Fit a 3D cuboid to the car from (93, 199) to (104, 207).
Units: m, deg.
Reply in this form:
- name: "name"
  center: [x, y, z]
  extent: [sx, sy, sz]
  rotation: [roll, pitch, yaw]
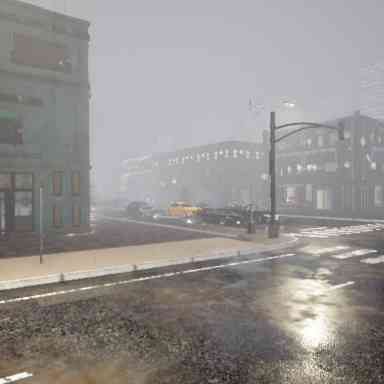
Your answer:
- name: "car"
  center: [-19.488, 2.190, 66.864]
  extent: [2.128, 1.511, 4.902]
  rotation: [-1, 0, -35]

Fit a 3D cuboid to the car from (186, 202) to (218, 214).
- name: "car"
  center: [1.150, 1.903, 41.494]
  extent: [1.802, 1.307, 4.206]
  rotation: [-1, 0, -35]

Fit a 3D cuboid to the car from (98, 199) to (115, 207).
- name: "car"
  center: [-17.703, 2.228, 68.835]
  extent: [1.887, 1.381, 4.507]
  rotation: [-1, 0, -35]

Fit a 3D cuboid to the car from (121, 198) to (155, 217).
- name: "car"
  center: [-5.752, 1.846, 36.735]
  extent: [1.967, 1.590, 4.097]
  rotation: [-1, 0, -35]

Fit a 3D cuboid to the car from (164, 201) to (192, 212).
- name: "car"
  center: [-1.991, 1.966, 46.050]
  extent: [1.802, 1.307, 4.206]
  rotation: [-1, 0, -35]

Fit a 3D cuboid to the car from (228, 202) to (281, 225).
- name: "car"
  center: [4.769, 1.702, 26.075]
  extent: [2.128, 1.511, 4.902]
  rotation: [-1, 0, -33]

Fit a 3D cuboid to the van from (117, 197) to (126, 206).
- name: "van"
  center: [-11.424, 1.907, 59.721]
  extent: [1.690, 1.788, 3.998]
  rotation: [-1, 0, -35]

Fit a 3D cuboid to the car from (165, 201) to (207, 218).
- name: "car"
  center: [-0.917, 1.803, 34.305]
  extent: [1.882, 1.535, 5.008]
  rotation: [-1, 0, -34]

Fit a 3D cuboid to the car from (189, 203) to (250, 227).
- name: "car"
  center: [2.028, 1.814, 25.242]
  extent: [1.947, 1.339, 4.313]
  rotation: [-1, 0, -35]

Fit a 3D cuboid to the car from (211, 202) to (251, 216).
- name: "car"
  center: [4.291, 1.809, 36.937]
  extent: [2.008, 1.369, 4.403]
  rotation: [-2, 0, -35]

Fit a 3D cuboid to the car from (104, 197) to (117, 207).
- name: "car"
  center: [-14.566, 1.940, 64.278]
  extent: [2.192, 1.841, 5.009]
  rotation: [-1, 0, -35]
